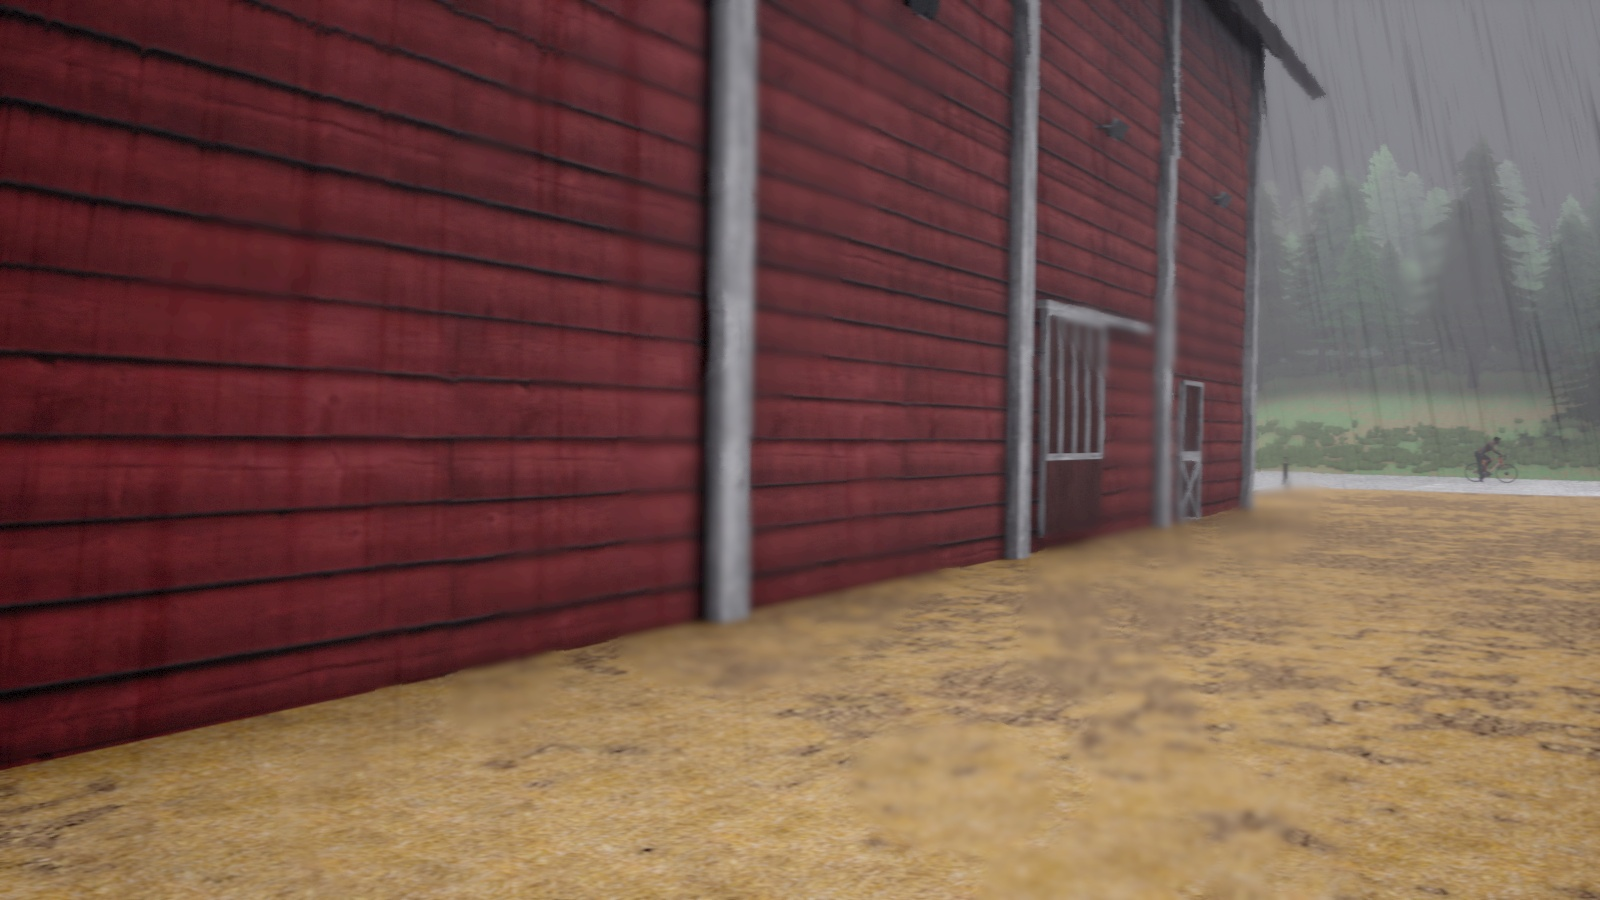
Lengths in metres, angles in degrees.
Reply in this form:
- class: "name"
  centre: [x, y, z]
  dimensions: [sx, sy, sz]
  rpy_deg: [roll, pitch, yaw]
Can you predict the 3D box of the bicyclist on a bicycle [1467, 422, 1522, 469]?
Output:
- class: "bicyclist on a bicycle"
  centre: [24.438, -0.173, 44.197]
  dimensions: [1.656, 1.620, 0.582]
  rpy_deg: [0, 1, 33]
